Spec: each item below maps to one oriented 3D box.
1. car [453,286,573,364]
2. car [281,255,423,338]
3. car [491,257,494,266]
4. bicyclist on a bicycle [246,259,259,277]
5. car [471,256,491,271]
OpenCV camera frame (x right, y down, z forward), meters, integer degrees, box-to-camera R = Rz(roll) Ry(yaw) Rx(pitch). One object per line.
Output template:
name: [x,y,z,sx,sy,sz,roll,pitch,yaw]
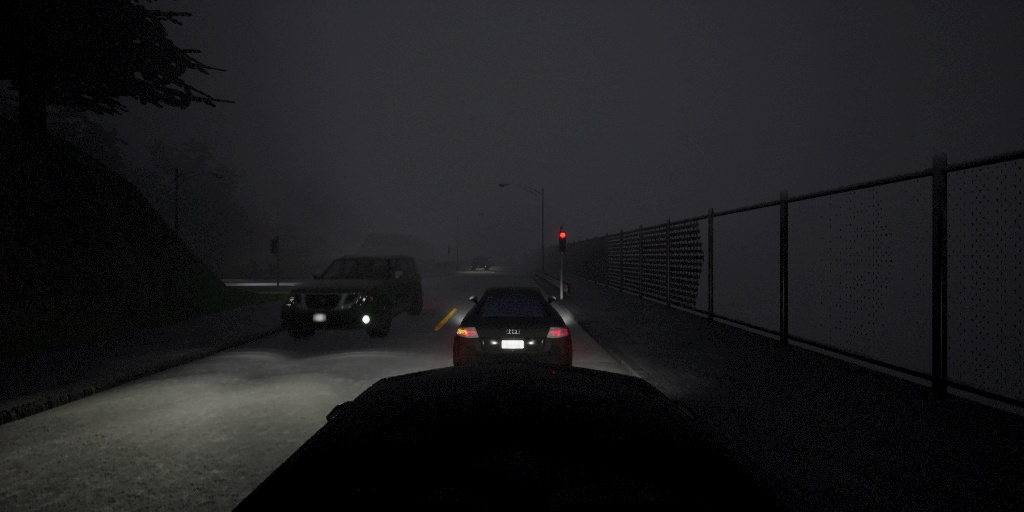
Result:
car: [0.018,1.314,7.464,1.994,1.385,4.181,0,0,0]
car: [-4.170,0.971,10.492,2.150,2.045,5.566,0,0,0]
car: [-4.556,1.276,60.514,1.812,1.442,4.674,0,0,0]
bicyclist on a bicycle: [-24.050,1.099,33.279,0.582,1.620,1.656,0,0,0]
car: [-4.494,0.972,50.597,2.150,2.045,5.566,0,0,0]
